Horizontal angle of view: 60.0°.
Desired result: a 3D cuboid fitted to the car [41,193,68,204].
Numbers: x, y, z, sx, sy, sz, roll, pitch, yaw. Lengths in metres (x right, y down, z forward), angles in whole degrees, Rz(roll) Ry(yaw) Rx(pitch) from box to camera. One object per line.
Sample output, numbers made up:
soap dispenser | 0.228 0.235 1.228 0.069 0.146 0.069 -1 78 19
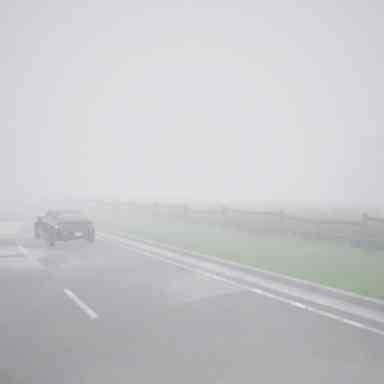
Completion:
car | -22.076 1.063 53.560 3.866 1.878 1.905 0 0 -35

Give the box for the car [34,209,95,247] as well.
car | -5.794 1.483 14.956 1.812 1.442 4.674 0 0 -35

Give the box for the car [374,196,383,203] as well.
car | 32.477 1.058 54.495 1.932 1.855 4.605 0 0 -35
